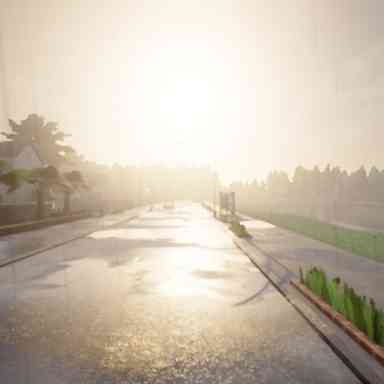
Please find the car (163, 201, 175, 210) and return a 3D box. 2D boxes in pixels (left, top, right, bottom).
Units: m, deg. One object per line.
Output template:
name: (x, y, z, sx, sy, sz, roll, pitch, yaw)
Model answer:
car: (-4.037, 2.319, 58.471, 2.033, 1.411, 5.357, 0, -1, 1)
